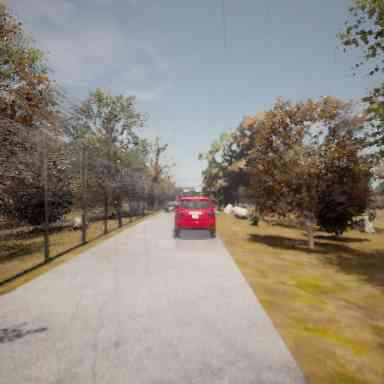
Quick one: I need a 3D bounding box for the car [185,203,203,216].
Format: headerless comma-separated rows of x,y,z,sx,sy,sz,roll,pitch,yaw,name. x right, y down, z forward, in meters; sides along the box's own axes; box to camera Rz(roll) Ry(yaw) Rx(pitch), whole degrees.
0.214,1.963,37.446,1.895,1.301,4.718,0,-1,0,car

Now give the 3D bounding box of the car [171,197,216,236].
0.147,1.319,19.135,2.150,2.045,5.566,0,-1,0,car

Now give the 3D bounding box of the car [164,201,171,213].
-2.658,2.004,44.646,2.128,1.511,4.902,0,-1,1,car
